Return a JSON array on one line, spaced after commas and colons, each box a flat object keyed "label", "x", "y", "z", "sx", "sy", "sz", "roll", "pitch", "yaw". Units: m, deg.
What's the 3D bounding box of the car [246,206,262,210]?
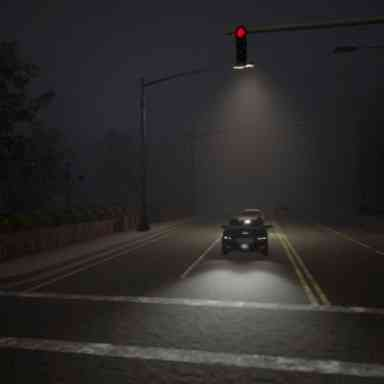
[{"label": "car", "x": 4.479, "y": 2.008, "z": 24.707, "sx": 1.812, "sy": 1.442, "sz": 4.674, "roll": -1, "pitch": -1, "yaw": 11}]

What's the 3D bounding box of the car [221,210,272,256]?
[{"label": "car", "x": 2.450, "y": 1.802, "z": 14.839, "sx": 2.128, "sy": 1.511, "sz": 4.902, "roll": -1, "pitch": -1, "yaw": 12}]

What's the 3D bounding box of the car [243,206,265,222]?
[{"label": "car", "x": 6.544, "y": 2.205, "z": 34.767, "sx": 2.033, "sy": 1.411, "sz": 5.357, "roll": -1, "pitch": -1, "yaw": 12}]

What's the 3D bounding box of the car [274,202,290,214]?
[{"label": "car", "x": 13.131, "y": 2.232, "z": 48.680, "sx": 2.097, "sy": 1.767, "sz": 4.553, "roll": -1, "pitch": -2, "yaw": 12}]
